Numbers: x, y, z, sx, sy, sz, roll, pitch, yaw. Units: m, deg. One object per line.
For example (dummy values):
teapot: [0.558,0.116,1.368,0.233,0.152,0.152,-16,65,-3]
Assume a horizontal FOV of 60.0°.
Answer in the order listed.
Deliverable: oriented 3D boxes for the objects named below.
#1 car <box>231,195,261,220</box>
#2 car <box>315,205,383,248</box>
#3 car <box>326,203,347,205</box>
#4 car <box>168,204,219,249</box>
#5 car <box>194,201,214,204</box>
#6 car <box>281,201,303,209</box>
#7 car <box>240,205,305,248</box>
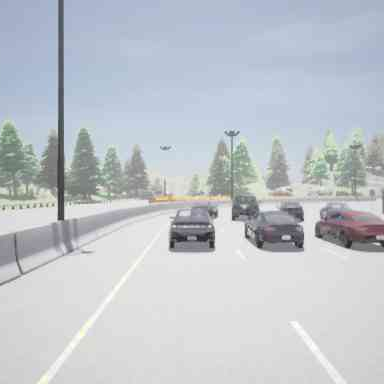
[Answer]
car: [4.534,1.257,27.738,2.150,2.045,5.566,0,0,12]
car: [7.000,1.532,14.650,1.812,1.442,4.674,0,0,0]
car: [11.369,1.562,26.226,2.033,1.411,5.357,0,0,12]
car: [0.000,1.494,14.650,2.128,1.511,4.902,0,0,0]
car: [1.107,1.494,28.450,2.128,1.511,4.902,0,0,12]
car: [7.948,1.515,26.968,1.837,1.490,4.892,0,0,12]
car: [3.500,1.532,14.650,1.812,1.442,4.674,0,0,0]
